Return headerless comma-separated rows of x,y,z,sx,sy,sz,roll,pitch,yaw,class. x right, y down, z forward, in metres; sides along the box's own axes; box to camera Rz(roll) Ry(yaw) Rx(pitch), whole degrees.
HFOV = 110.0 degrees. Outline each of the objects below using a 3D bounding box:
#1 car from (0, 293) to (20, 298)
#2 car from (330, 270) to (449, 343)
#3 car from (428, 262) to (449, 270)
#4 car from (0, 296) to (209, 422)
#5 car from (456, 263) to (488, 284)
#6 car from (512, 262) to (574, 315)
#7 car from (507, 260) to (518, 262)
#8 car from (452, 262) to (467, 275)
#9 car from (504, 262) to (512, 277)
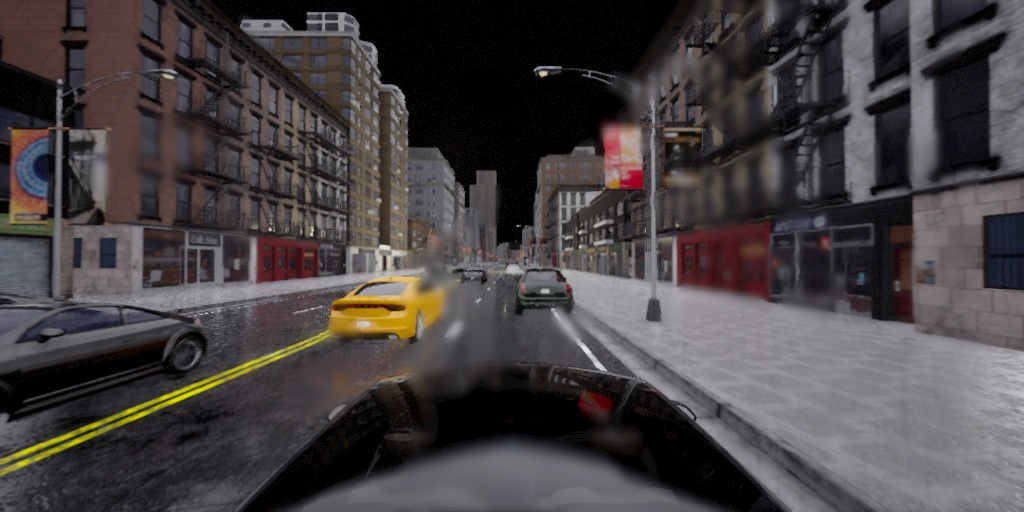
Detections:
-9.847,1.283,5.328,2.128,1.511,4.902,0,-1,0,car
-3.140,1.325,10.088,1.882,1.535,5.008,0,-1,0,car
-9.767,1.624,47.785,2.097,1.767,4.553,0,-1,0,car
-6.599,1.350,4.863,1.994,1.385,4.181,0,-1,0,car
-3.108,1.572,30.579,2.128,1.511,4.902,0,-1,0,car
1.154,1.250,14.500,2.097,1.767,4.553,0,-1,0,car
0.079,1.568,54.160,2.150,2.045,5.566,0,-1,0,car
-6.519,1.620,47.350,2.097,1.767,4.553,0,-1,0,car
0.133,1.750,43.371,1.812,1.442,4.674,0,-1,0,car
